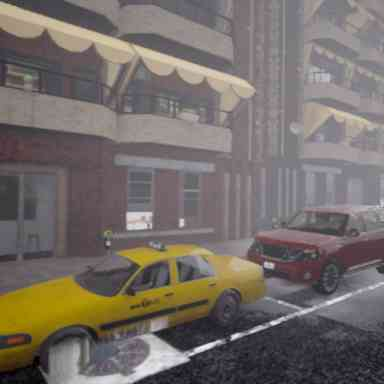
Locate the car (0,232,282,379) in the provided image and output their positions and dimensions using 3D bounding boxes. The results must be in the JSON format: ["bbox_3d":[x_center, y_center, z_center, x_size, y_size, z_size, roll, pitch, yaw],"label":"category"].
[{"bbox_3d":[-0.815,1.539,5.529,4.829,1.417,1.752,0,1,-37],"label":"car"}]

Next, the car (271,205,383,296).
[{"bbox_3d":[3.756,1.317,8.937,5.009,1.841,2.192,0,1,-37],"label":"car"}]
